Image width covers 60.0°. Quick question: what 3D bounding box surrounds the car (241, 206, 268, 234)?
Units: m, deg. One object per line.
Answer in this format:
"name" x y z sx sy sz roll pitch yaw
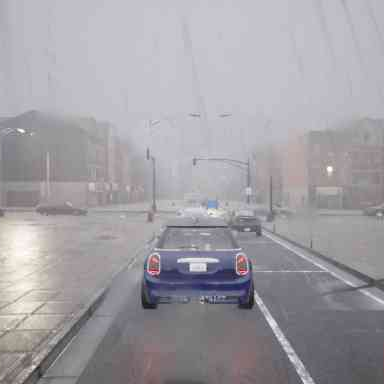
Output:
"car" 2.645 1.573 18.089 2.008 1.369 4.403 -1 0 0

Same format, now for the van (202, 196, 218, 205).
"van" 2.668 1.477 45.048 1.690 1.788 3.998 -1 0 0

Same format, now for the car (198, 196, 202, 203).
"car" 2.678 1.519 55.630 2.192 1.841 5.009 -1 0 0

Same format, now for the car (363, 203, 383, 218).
"car" 19.565 1.816 33.016 4.892 1.490 1.837 1 1 0

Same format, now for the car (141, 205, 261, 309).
"car" 0.107 1.356 8.018 2.097 1.767 4.553 0 0 0

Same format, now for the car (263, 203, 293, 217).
"car" 7.646 1.746 33.567 4.718 1.301 1.895 1 1 8

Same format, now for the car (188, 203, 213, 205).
"car" 0.148 1.547 17.837 1.812 1.442 4.674 0 0 1

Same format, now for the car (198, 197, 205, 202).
"car" 2.721 2.144 92.658 1.802 1.307 4.206 -2 -1 0

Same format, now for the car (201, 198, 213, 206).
"car" 2.688 1.796 60.917 2.008 1.369 4.403 -1 -1 0

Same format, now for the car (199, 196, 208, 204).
"car" 2.702 1.828 76.789 1.967 1.590 4.097 -1 -1 0

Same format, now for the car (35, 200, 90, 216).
"car" -11.686 1.460 30.157 4.674 1.442 1.812 1 1 2

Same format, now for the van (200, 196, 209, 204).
"van" 2.694 1.678 71.500 1.690 1.788 3.998 -1 -1 0

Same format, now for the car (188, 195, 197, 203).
"car" 0.095 1.708 85.859 2.150 2.045 5.566 0 -1 0

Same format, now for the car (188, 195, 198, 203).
"car" 0.086 1.899 75.479 2.128 1.511 4.902 0 -1 0

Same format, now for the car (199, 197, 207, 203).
"car" 2.710 1.987 82.078 1.887 1.381 4.507 -1 -1 0
